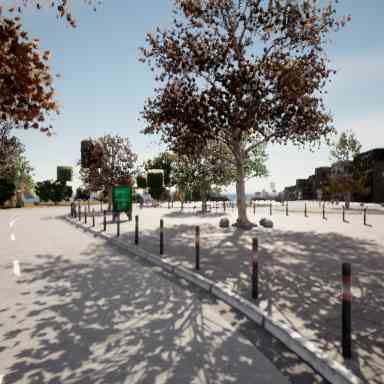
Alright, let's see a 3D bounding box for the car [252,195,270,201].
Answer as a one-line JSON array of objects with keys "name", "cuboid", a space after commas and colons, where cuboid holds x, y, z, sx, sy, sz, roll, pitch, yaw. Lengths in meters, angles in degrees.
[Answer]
[{"name": "car", "cuboid": [19.488, 1.797, 92.960, 4.553, 1.767, 2.185, 0, -1, 8]}]
